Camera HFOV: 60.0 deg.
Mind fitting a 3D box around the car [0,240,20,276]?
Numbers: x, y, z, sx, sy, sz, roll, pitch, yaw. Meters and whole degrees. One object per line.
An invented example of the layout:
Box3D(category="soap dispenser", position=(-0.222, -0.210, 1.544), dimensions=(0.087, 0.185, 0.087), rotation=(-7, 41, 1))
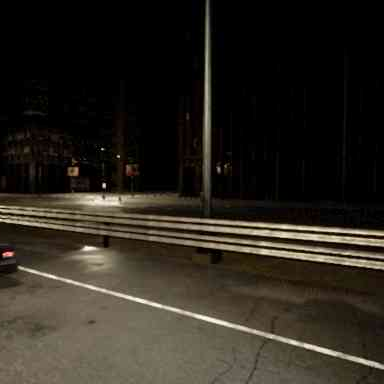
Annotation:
Box3D(category="car", position=(-6.585, 1.468, 8.690), dimensions=(5.357, 1.411, 2.033), rotation=(1, 0, 37))
